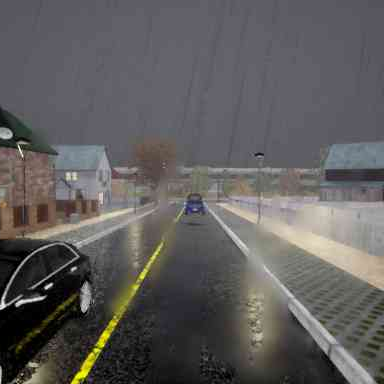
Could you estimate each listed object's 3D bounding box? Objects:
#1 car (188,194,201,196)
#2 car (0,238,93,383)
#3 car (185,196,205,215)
[{"bbox_3d":[0.351,1.218,44.110,2.150,2.045,5.566,0,0,0],"label":"car"},{"bbox_3d":[-2.825,1.502,4.608,1.837,1.490,4.892,0,0,0],"label":"car"},{"bbox_3d":[0.292,1.468,33.587,1.882,1.535,5.008,0,0,0],"label":"car"}]
